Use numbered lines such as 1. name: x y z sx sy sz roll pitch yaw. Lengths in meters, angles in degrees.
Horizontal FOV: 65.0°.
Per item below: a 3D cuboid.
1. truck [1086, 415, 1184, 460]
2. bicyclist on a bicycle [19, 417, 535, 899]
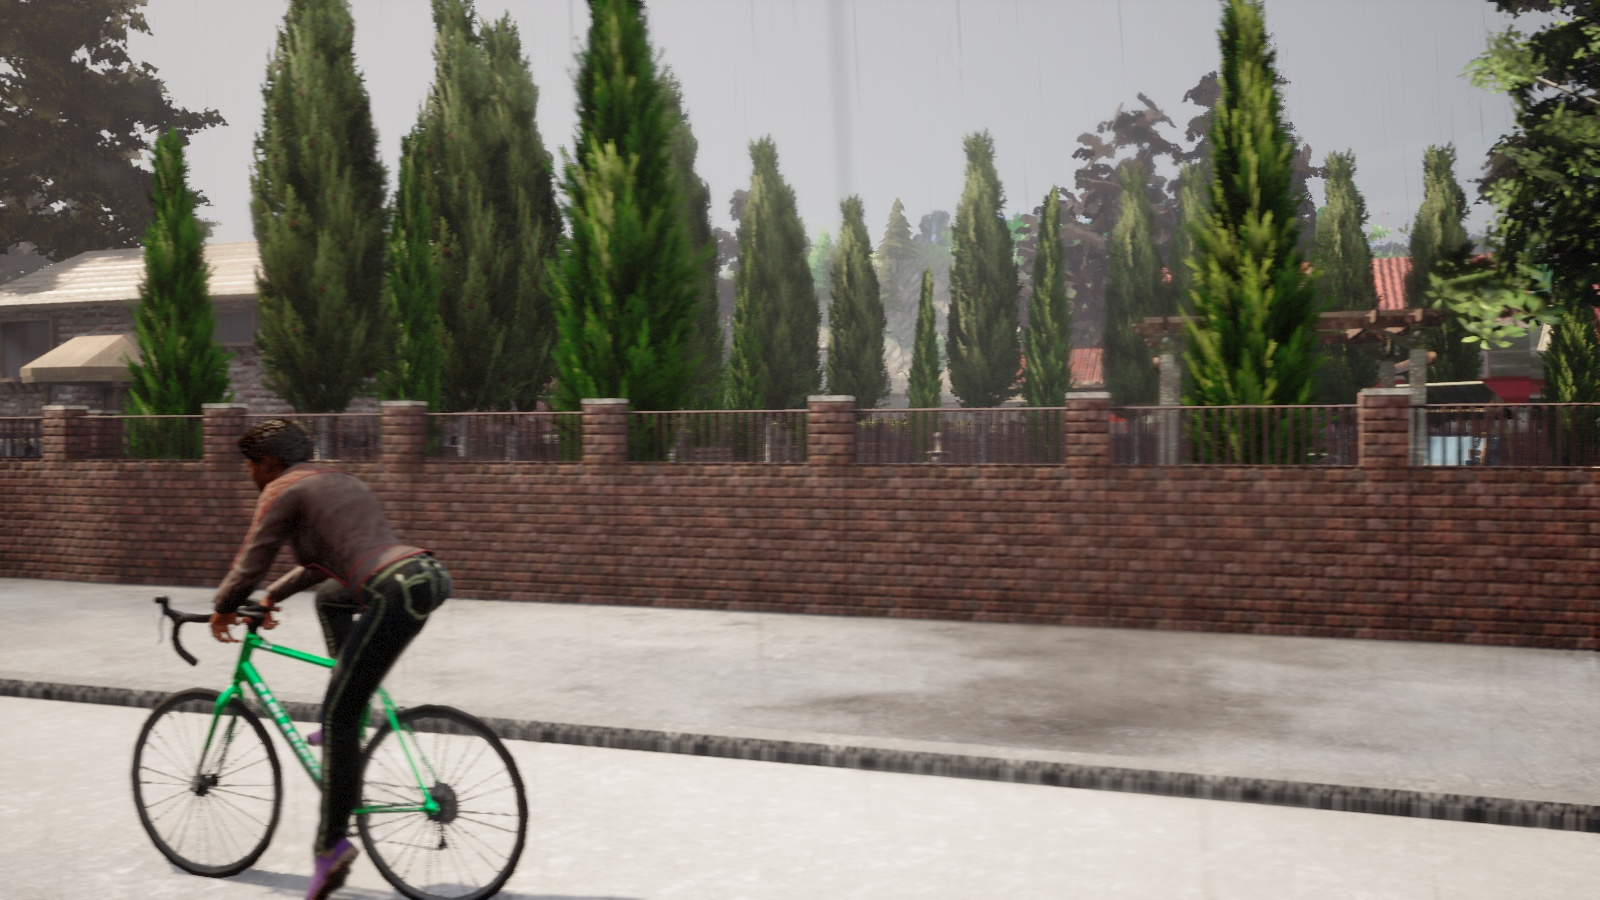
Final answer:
1. truck: 18.996 -0.728 71.150 5.204 2.467 2.627 1 1 19
2. bicyclist on a bicycle: -1.798 0.703 4.326 1.656 1.620 0.582 0 1 19
